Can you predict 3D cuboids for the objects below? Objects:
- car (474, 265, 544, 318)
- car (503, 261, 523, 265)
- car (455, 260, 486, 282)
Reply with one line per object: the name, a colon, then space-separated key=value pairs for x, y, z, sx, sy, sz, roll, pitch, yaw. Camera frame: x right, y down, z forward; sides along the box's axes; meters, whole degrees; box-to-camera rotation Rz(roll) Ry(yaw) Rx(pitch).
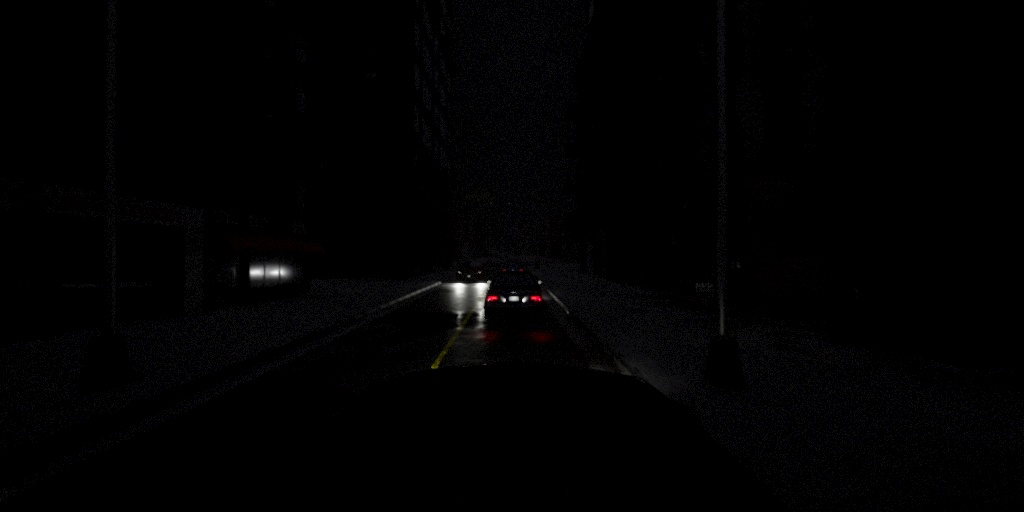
car: x=0.077 y=1.203 z=12.404 sx=2.033 sy=1.411 sz=5.357 roll=0 pitch=0 yaw=1
car: x=0.079 y=1.052 z=27.704 sx=2.033 sy=1.411 sz=5.357 roll=0 pitch=1 yaw=0
car: x=-2.846 y=1.047 z=26.071 sx=1.812 sy=1.442 sz=4.674 roll=0 pitch=1 yaw=0
